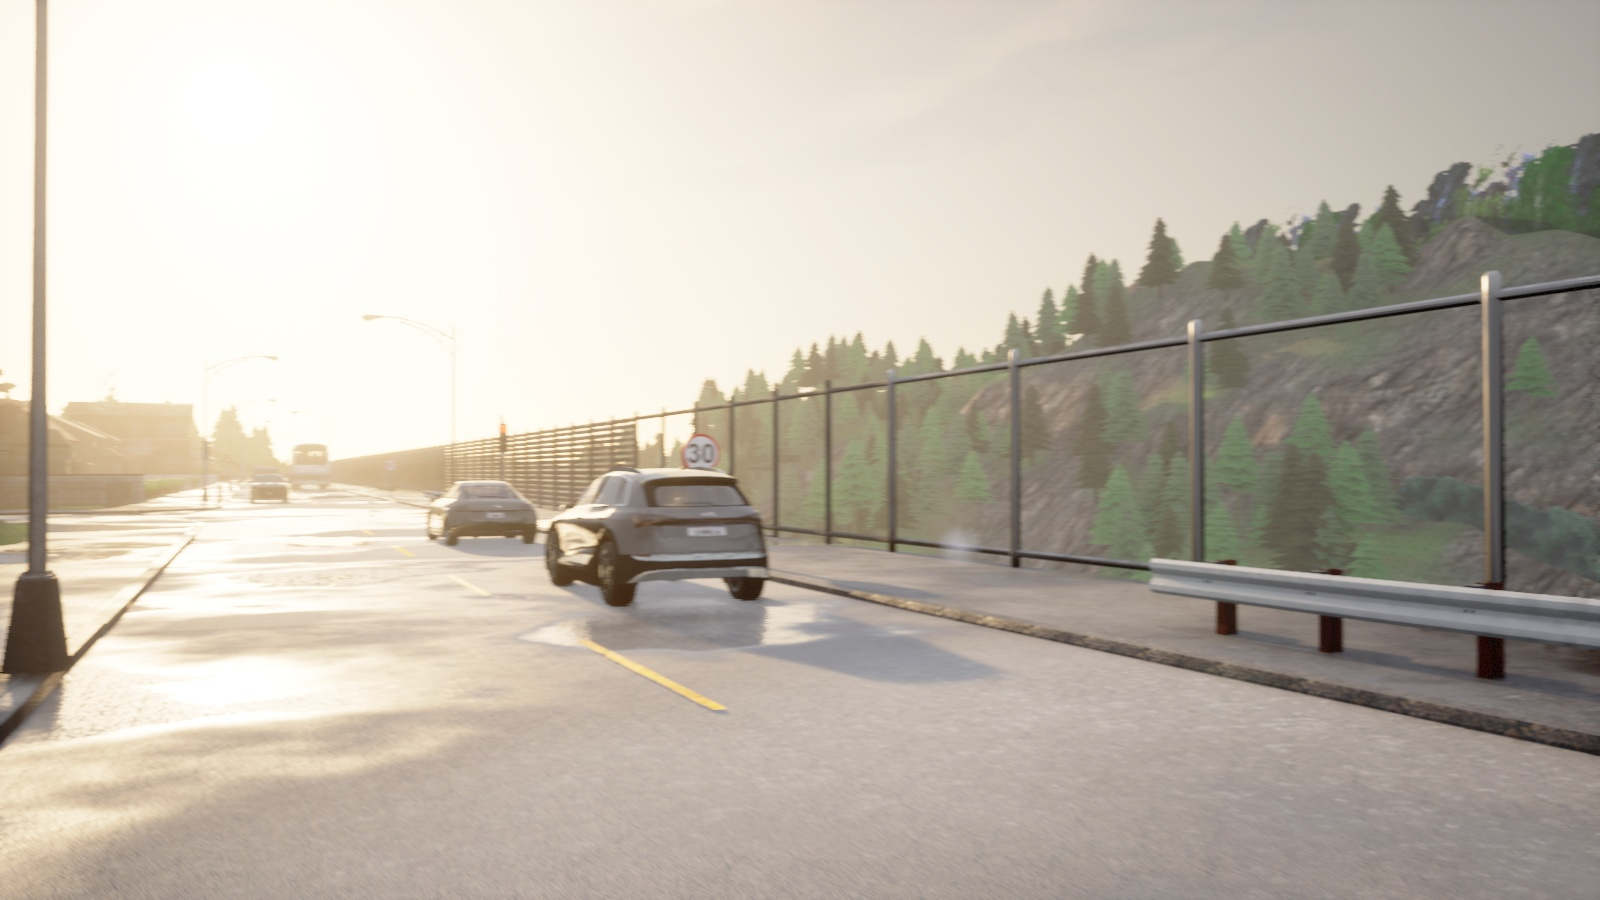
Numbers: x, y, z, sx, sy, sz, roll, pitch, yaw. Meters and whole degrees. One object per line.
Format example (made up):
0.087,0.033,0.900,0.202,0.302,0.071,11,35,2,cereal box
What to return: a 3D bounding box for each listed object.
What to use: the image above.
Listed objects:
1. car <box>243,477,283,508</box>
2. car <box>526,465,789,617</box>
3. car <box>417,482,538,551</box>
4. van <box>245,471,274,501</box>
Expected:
-28.664,2.242,66.936,1.882,1.535,5.008,0,-1,-24,car
-2.045,1.046,16.358,2.033,1.649,4.856,0,-1,-24,car
-7.357,1.442,28.346,1.994,1.385,4.181,0,-1,-24,car
-37.139,2.438,86.202,1.775,1.987,4.442,0,-1,-24,van
